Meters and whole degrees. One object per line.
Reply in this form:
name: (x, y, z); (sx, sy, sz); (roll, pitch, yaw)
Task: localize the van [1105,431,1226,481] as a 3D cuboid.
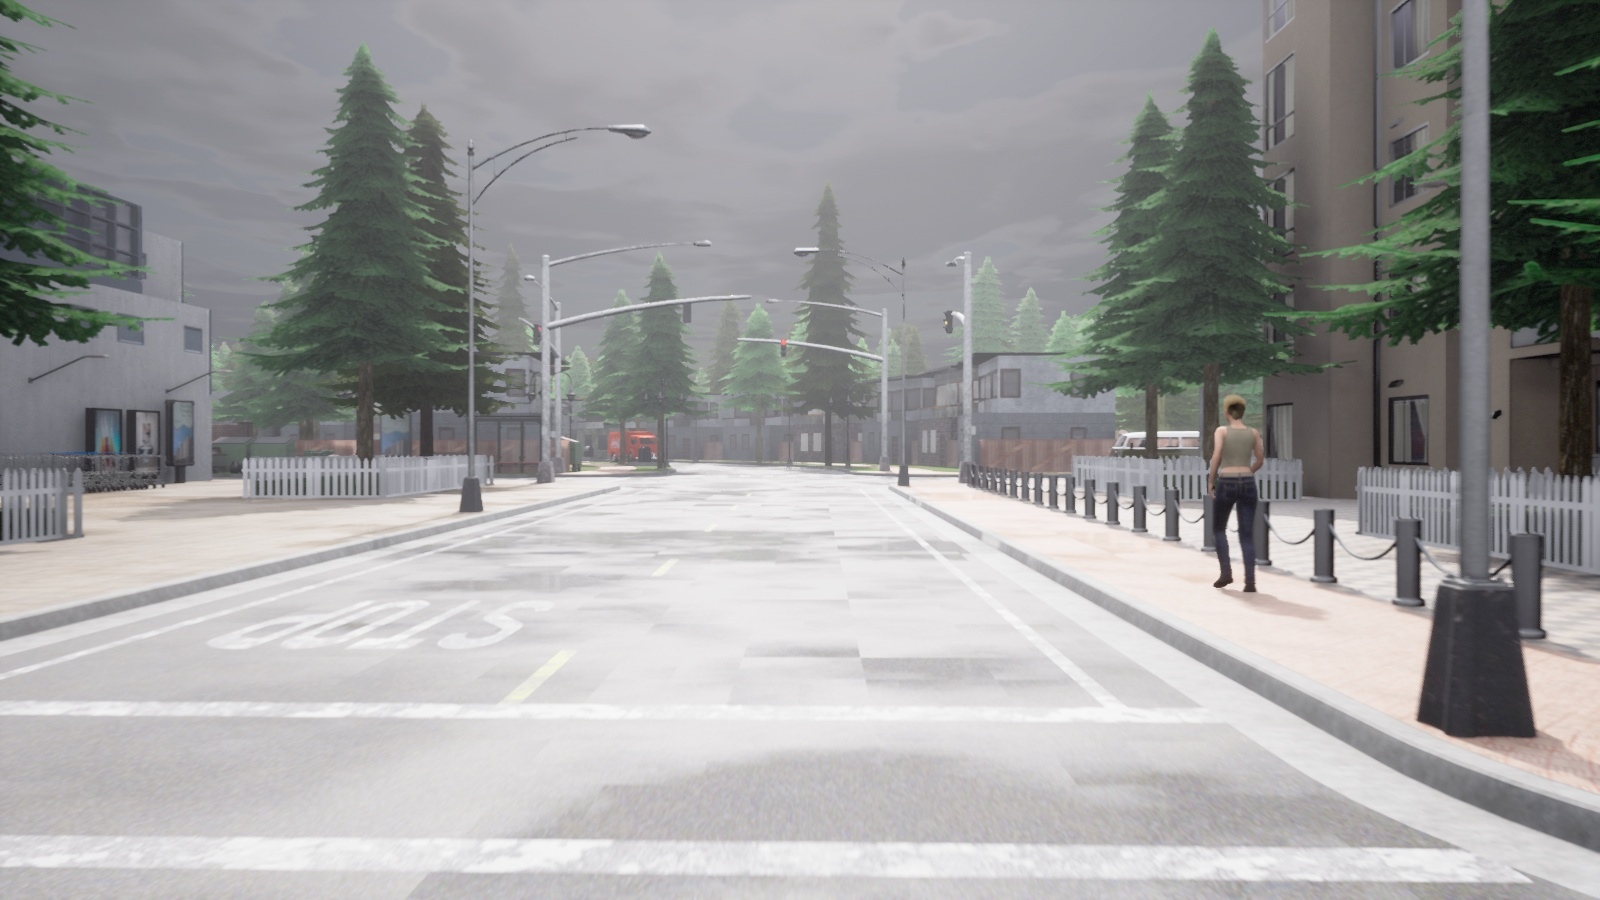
van: (15.329, 0.252, 52.843); (4.480, 2.038, 2.069); (0, 0, 2)

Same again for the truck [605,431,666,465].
truck: (-12.320, -0.179, 94.001); (2.627, 2.467, 5.204); (0, 0, -31)

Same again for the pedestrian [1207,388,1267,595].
pedestrian: (3.973, 0.368, 11.440); (0.345, 1.836, 0.594); (0, 0, 1)
